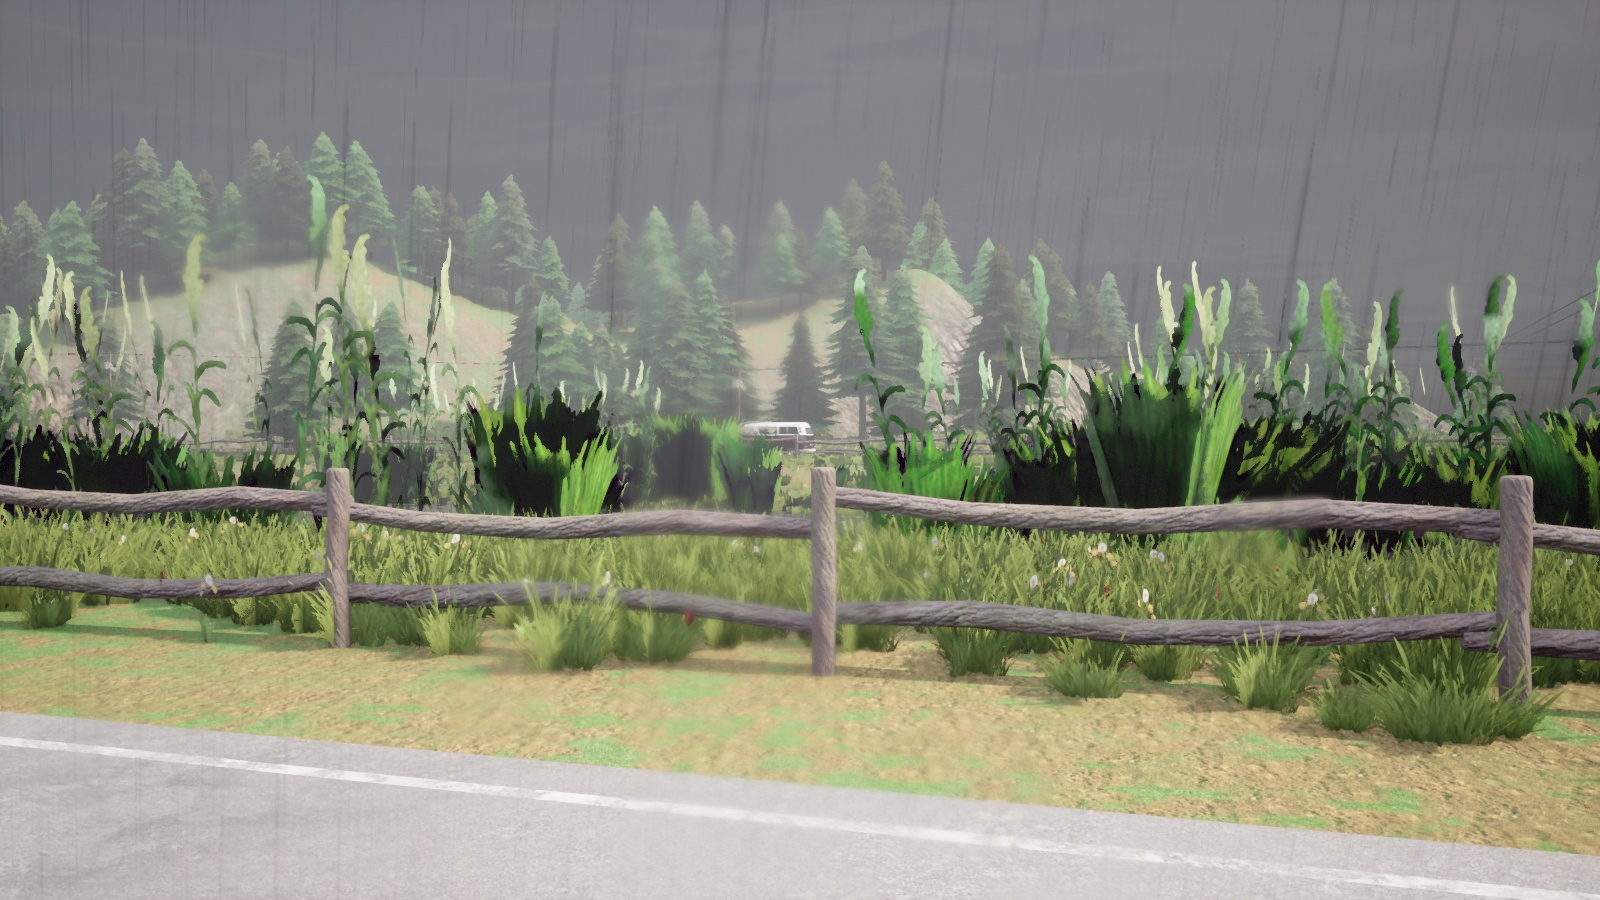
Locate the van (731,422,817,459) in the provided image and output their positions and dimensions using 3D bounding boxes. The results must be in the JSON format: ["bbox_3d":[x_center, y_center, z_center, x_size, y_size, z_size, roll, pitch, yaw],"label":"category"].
[{"bbox_3d":[-1.479,-0.575,72.093,4.480,2.038,2.069,1,1,19],"label":"van"}]
